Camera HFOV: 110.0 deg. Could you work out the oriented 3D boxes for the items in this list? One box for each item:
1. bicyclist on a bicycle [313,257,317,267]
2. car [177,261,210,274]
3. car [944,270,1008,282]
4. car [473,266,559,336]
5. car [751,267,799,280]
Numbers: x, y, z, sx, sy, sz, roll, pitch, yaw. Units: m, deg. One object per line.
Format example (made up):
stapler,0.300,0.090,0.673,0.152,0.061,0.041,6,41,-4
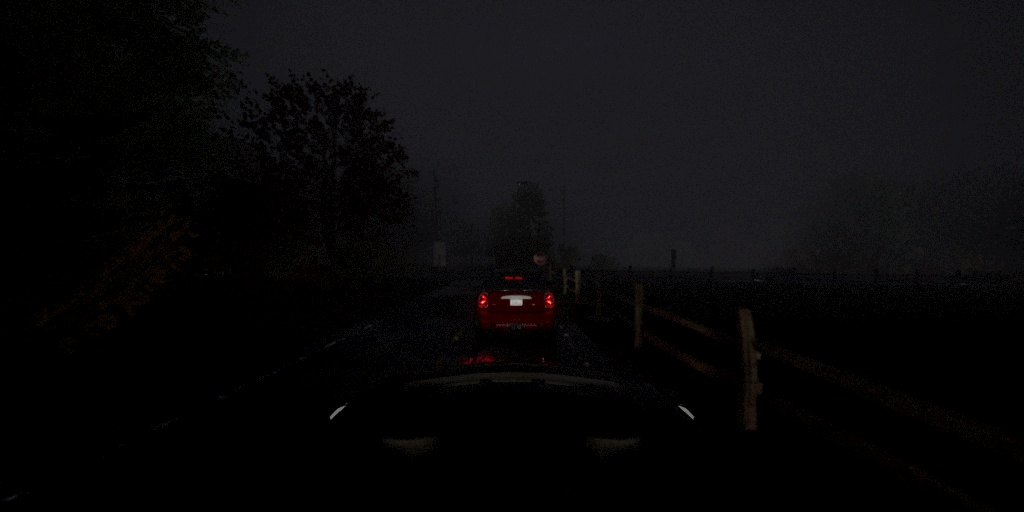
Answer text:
bicyclist on a bicycle,-22.644,0.967,41.079,0.582,1.620,1.656,1,0,0
car,-31.762,1.009,35.070,4.181,1.385,1.994,1,1,0
car,48.965,2.148,37.933,4.718,1.301,1.895,1,1,0
car,0.104,1.127,10.619,2.097,1.767,4.553,0,0,0
car,27.897,1.807,38.065,4.181,1.385,1.994,1,1,0
